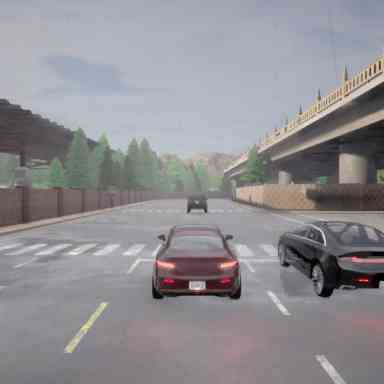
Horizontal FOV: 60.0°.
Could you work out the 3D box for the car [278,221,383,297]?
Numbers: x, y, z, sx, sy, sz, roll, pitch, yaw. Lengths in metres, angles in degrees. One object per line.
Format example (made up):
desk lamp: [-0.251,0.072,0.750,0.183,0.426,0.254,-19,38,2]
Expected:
car: [3.595,1.491,8.547,2.128,1.511,4.902,0,0,0]

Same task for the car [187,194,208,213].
car: [0.615,1.223,37.918,2.150,2.045,5.566,0,0,1]

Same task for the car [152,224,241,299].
car: [0.093,1.526,8.314,1.812,1.442,4.674,0,0,0]
